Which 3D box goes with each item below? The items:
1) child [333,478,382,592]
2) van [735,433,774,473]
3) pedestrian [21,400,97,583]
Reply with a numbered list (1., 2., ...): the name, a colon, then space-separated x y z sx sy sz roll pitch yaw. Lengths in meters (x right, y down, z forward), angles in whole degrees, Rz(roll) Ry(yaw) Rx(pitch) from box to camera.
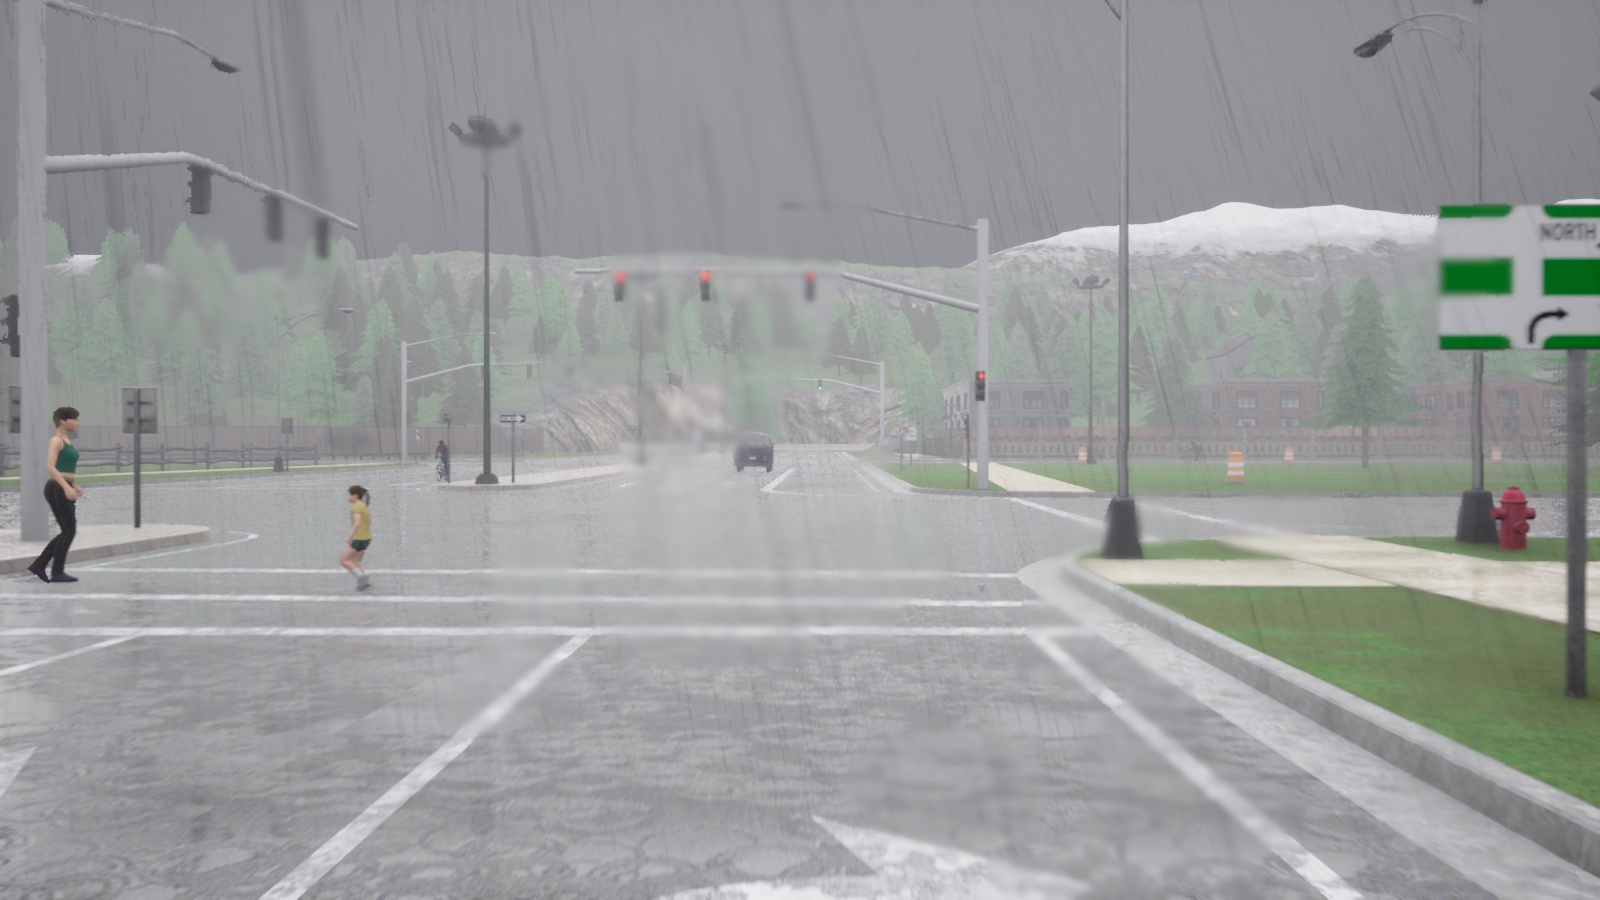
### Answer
1. child: -4.387 0.833 12.453 0.394 1.110 0.255 0 0 2
2. van: -2.305 0.135 64.735 1.775 1.987 4.442 0 1 1
3. pedestrian: -7.566 0.419 12.828 0.594 1.836 0.345 0 0 -15
